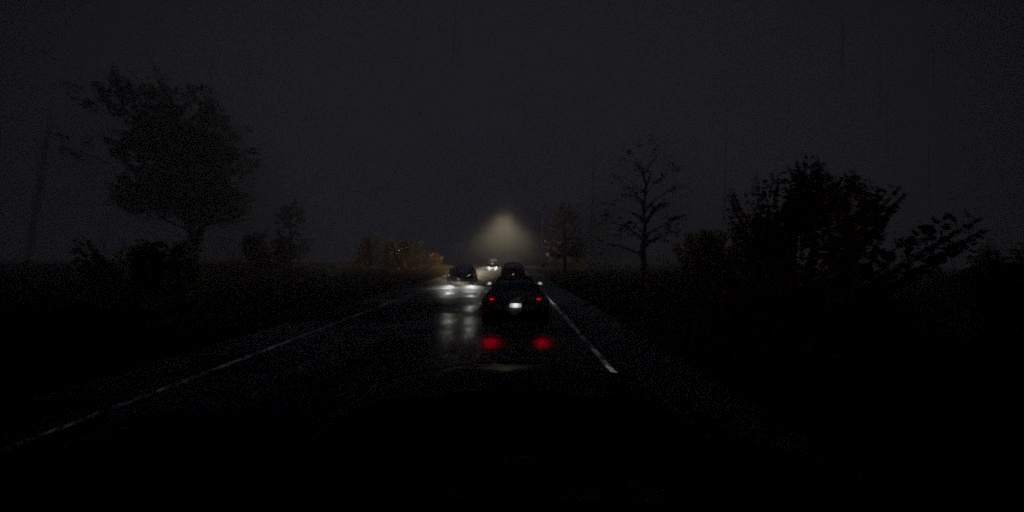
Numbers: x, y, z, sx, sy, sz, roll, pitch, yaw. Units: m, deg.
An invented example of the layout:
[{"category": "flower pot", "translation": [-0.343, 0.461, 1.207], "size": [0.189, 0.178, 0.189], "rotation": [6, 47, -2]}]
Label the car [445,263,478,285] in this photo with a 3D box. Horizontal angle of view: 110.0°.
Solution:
[{"category": "car", "translation": [-3.608, 1.286, 26.594], "size": [1.812, 1.442, 4.674], "rotation": [0, 0, 0]}]

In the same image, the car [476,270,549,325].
[{"category": "car", "translation": [0.096, 1.319, 11.790], "size": [1.994, 1.385, 4.181], "rotation": [0, 0, 0]}]

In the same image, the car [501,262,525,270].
[{"category": "car", "translation": [0.087, 1.239, 29.645], "size": [1.882, 1.535, 5.008], "rotation": [0, 0, 0]}]
